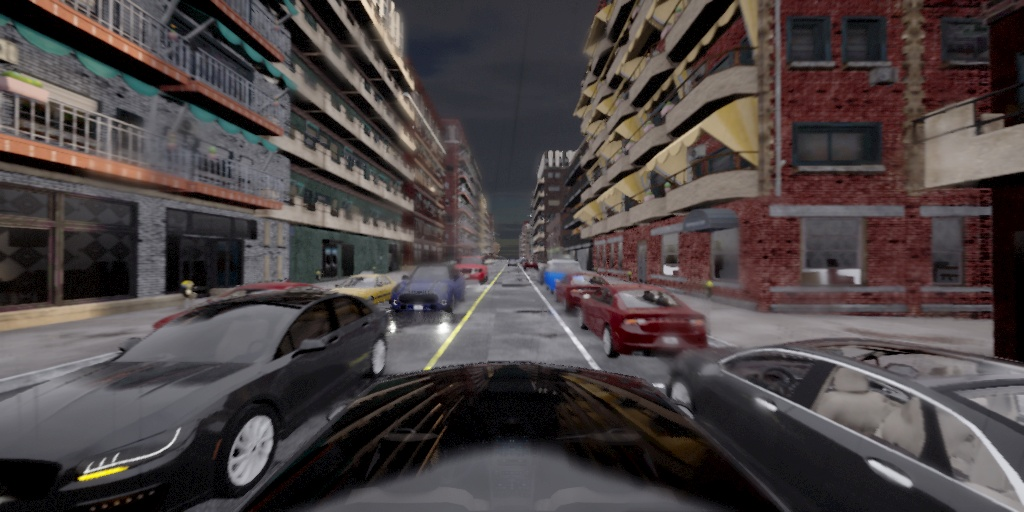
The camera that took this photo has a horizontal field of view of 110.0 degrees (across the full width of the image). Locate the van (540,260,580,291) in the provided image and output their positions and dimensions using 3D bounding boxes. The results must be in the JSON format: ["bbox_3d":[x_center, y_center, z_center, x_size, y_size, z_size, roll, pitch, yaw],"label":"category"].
[{"bbox_3d":[2.711,1.114,19.656,1.690,1.789,3.998,0,0,0],"label":"van"}]

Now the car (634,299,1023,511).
[{"bbox_3d":[2.690,1.303,2.669,2.007,1.370,4.403,0,0,0],"label":"car"}]

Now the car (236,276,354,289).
[{"bbox_3d":[-5.683,1.299,8.342,1.888,1.381,4.507,0,0,0],"label":"car"}]

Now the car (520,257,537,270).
[{"bbox_3d":[2.753,1.146,53.628,2.192,1.841,5.009,0,0,0],"label":"car"}]

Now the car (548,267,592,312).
[{"bbox_3d":[2.705,1.311,13.993,1.888,1.381,4.507,0,0,0],"label":"car"}]

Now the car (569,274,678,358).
[{"bbox_3d":[2.698,1.304,8.332,1.888,1.381,4.507,0,0,0],"label":"car"}]

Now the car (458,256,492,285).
[{"bbox_3d":[-2.972,1.004,26.741,2.150,2.045,5.566,0,0,0],"label":"car"}]

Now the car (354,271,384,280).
[{"bbox_3d":[-5.676,1.286,13.833,1.751,1.417,4.829,0,0,0],"label":"car"}]

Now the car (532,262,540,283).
[{"bbox_3d":[2.718,1.332,25.318,2.007,1.370,4.403,0,0,0],"label":"car"}]

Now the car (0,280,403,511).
[{"bbox_3d":[-3.098,1.257,4.539,1.837,1.490,4.892,0,0,0],"label":"car"}]

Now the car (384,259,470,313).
[{"bbox_3d":[-3.079,1.115,14.069,2.097,1.767,4.553,0,0,0],"label":"car"}]
